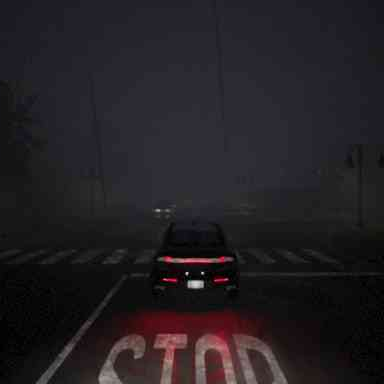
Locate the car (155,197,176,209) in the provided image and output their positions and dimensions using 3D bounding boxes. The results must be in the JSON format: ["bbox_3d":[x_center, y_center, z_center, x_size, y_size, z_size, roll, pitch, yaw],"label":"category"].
[{"bbox_3d":[-3.695,1.514,44.121,2.033,1.411,5.357,0,0,0],"label":"car"}]

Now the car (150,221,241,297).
[{"bbox_3d":[0.066,1.485,8.546,2.128,1.511,4.902,0,0,0],"label":"car"}]

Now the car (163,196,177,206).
[{"bbox_3d":[-3.698,1.504,56.561,2.033,1.411,5.357,0,0,0],"label":"car"}]
